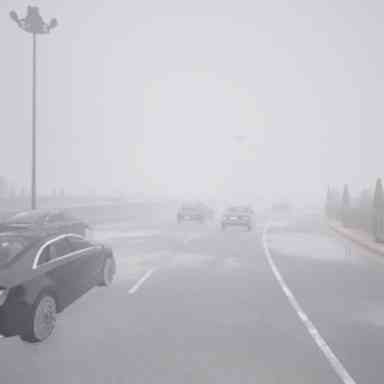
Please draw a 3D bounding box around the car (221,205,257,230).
[{"bbox_3d":[3.093,1.550,21.398,2.033,1.411,5.357,0,0,15],"label":"car"}]

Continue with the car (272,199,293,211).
[{"bbox_3d":[11.136,1.556,41.055,1.812,1.442,4.674,0,0,28],"label":"car"}]

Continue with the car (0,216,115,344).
[{"bbox_3d":[-2.973,1.474,6.432,2.128,1.511,4.902,0,0,5],"label":"car"}]

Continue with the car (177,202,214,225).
[{"bbox_3d":[0.354,1.480,24.237,2.128,1.511,4.902,0,0,16],"label":"car"}]

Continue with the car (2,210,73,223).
[{"bbox_3d":[-5.686,1.470,13.213,1.837,1.490,4.892,0,0,8],"label":"car"}]

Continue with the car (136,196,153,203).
[{"bbox_3d":[-7.949,1.414,50.365,1.882,1.535,5.008,0,0,28],"label":"car"}]

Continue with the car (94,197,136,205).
[{"bbox_3d":[-7.967,1.295,33.165,2.097,1.767,4.553,0,0,21],"label":"car"}]
